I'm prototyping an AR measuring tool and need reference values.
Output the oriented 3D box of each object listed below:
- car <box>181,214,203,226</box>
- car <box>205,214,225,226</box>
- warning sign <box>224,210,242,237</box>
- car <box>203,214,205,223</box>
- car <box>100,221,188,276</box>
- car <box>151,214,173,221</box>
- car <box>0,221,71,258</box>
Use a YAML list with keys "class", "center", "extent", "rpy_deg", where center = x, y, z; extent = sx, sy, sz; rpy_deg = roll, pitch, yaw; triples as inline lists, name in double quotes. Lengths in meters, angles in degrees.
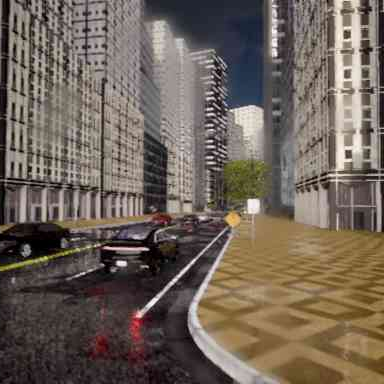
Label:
- class: "car"
  center: [-0.174, 3.559, 42.785]
  extent: [1.837, 1.490, 4.892]
  rpy_deg: [0, -3, 10]
- class: "car"
  center: [3.356, 3.621, 43.903]
  extent: [2.128, 1.511, 4.902]
  rpy_deg: [0, -3, 9]
- class: "warning sign"
  center: [3.041, 2.308, 24.673]
  extent: [1.300, 1.860, 1.060]
  rpy_deg: [1, -2, 9]
- class: "car"
  center: [1.427, 4.159, 52.943]
  extent: [1.895, 1.301, 4.718]
  rpy_deg: [0, -3, 9]
- class: "car"
  center: [-1.742, 2.061, 12.431]
  extent: [2.128, 1.511, 4.902]
  rpy_deg: [0, -3, 9]
- class: "car"
  center: [-3.754, 3.456, 41.675]
  extent: [1.882, 1.535, 5.008]
  rpy_deg: [0, -3, 10]
- class: "car"
  center: [-7.898, 2.200, 16.327]
  extent: [1.882, 1.535, 5.008]
  rpy_deg: [0, -3, 9]
